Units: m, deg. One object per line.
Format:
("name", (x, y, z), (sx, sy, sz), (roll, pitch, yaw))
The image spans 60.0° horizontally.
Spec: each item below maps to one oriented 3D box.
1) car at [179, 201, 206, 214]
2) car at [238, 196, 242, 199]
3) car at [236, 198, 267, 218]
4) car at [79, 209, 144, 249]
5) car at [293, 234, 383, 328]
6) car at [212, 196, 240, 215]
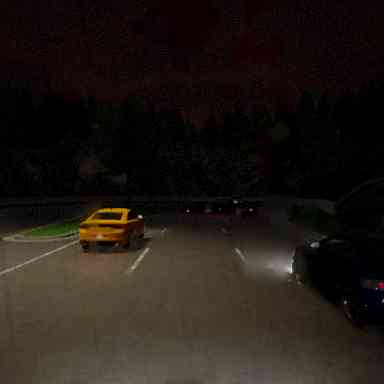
("car", (0.196, 1.601, 35.964), (1.895, 1.301, 4.718), (0, 0, 16))
("car", (5.990, 1.352, 44.153), (2.097, 1.767, 4.553), (0, 0, 12))
("car", (5.718, 1.547, 30.271), (2.033, 1.411, 5.357), (0, 0, 17))
("car", (-3.341, 1.477, 14.637), (1.882, 1.535, 5.008), (0, 0, 1))
("car", (3.602, 1.564, 7.001), (1.994, 1.385, 4.181), (0, 0, 0))
("car", (3.324, 1.477, 34.025), (1.882, 1.535, 5.008), (0, 0, 16))
